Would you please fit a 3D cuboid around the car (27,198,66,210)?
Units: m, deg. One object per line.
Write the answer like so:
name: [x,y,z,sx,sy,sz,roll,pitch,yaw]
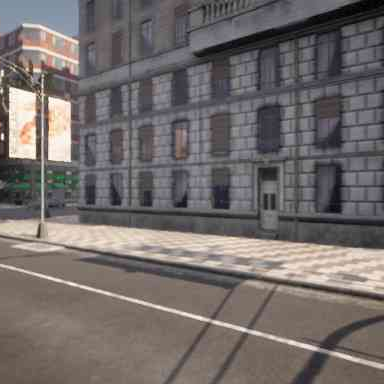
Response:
car: [-18.890,1.491,43.387,2.128,1.511,4.902,0,0,36]
